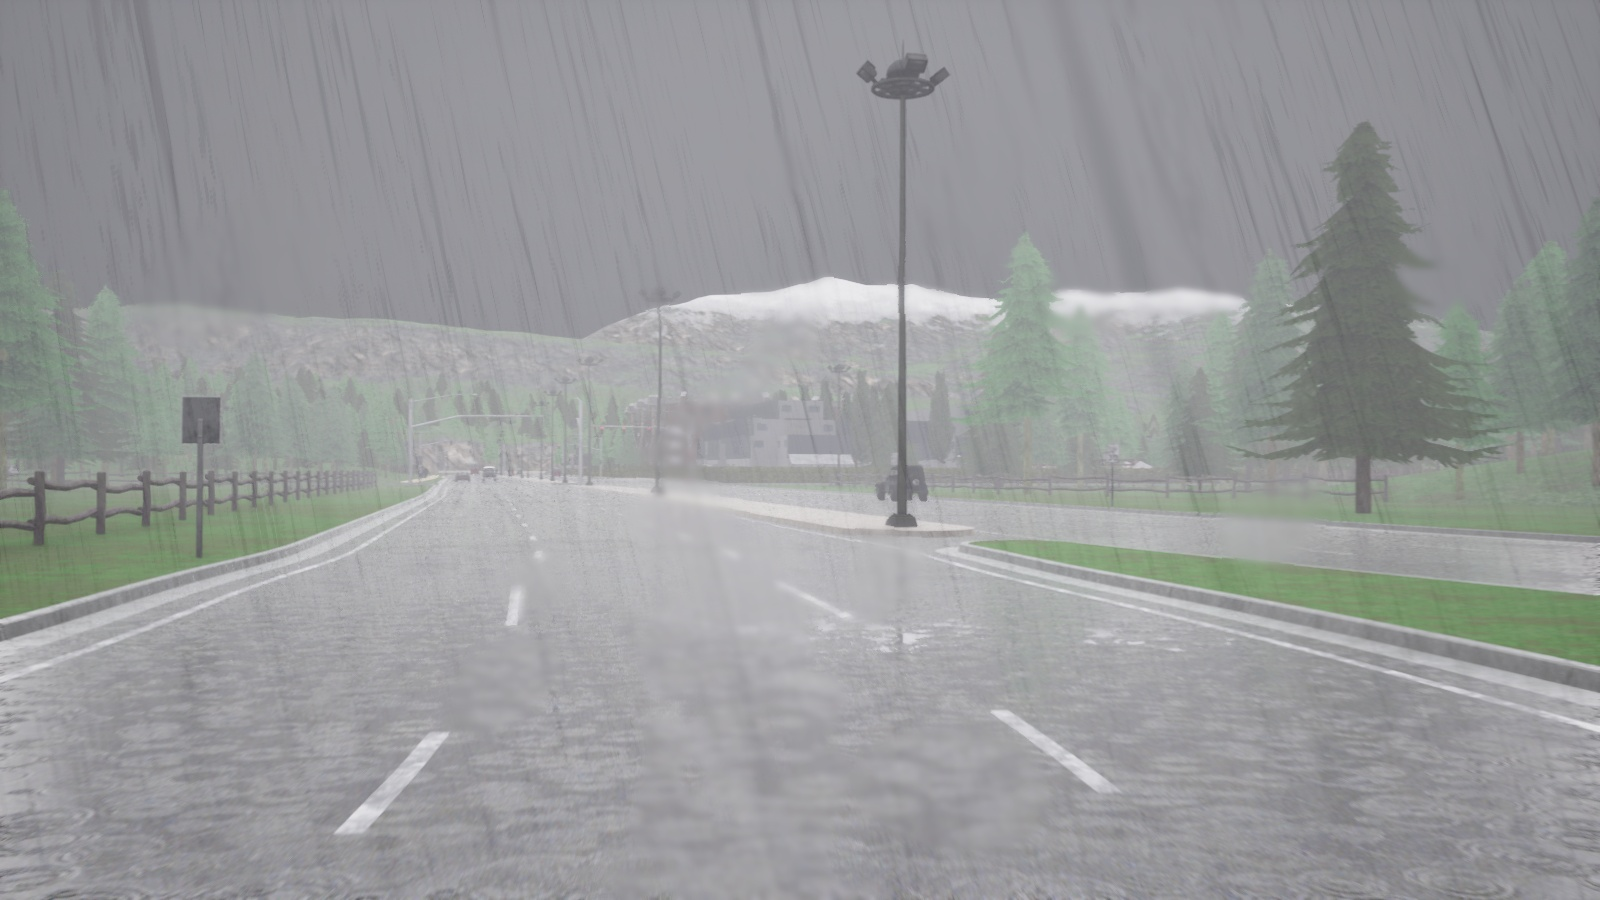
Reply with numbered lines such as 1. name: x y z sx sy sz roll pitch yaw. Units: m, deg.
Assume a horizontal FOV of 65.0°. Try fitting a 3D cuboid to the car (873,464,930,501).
1. car: 5.349 1.701 66.573 1.905 1.878 3.866 0 -1 -14
